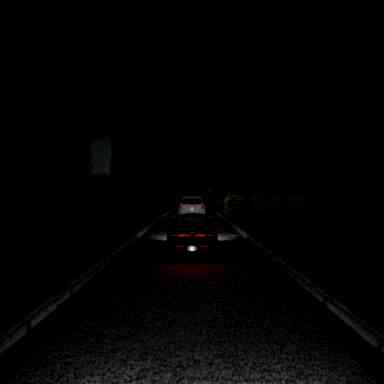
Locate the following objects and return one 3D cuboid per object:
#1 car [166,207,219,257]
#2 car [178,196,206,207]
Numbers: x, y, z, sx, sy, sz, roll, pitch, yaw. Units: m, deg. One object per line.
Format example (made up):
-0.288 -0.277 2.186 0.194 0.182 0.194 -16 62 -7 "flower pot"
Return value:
0.018 1.603 13.463 1.837 1.490 4.892 0 1 0 "car"
0.014 1.341 27.573 2.150 2.045 5.566 0 0 0 "car"
